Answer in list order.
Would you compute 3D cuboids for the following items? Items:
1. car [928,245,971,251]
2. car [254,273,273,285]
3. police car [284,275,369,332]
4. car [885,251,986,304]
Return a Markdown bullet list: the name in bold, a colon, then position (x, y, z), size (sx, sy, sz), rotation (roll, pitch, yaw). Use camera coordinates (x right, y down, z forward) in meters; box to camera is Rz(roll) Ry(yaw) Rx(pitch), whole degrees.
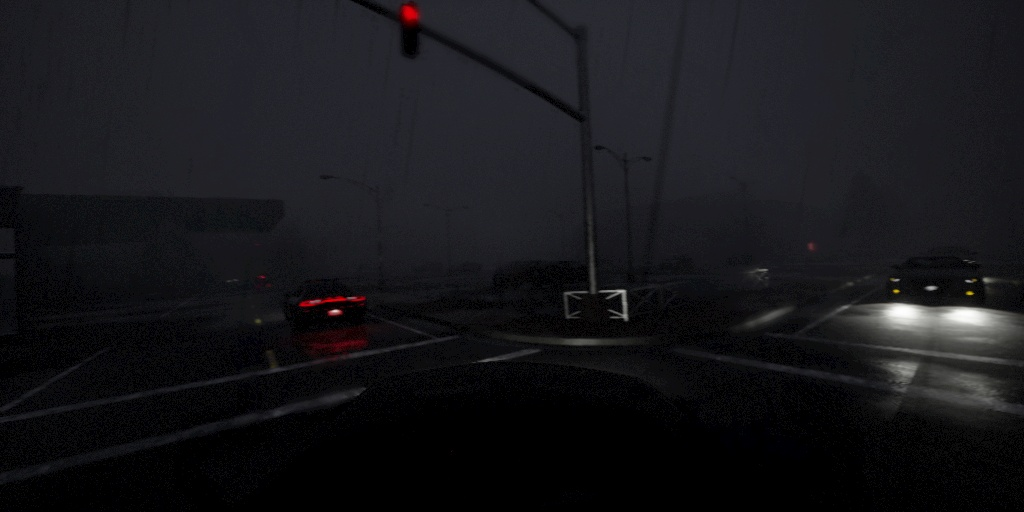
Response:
- **car**: position (24.527, 0.167, 20.129), size (5.008, 1.535, 1.882), rotation (-3, 0, -38)
- **car**: position (-32.981, 3.012, 47.559), size (2.128, 1.511, 4.902), rotation (-2, 0, -37)
- **police car**: position (-6.858, 1.635, 12.858), size (2.038, 1.542, 4.974), rotation (-2, 0, -37)
- **car**: position (14.088, 0.703, 11.960), size (4.181, 1.385, 1.994), rotation (-2, 0, -38)
